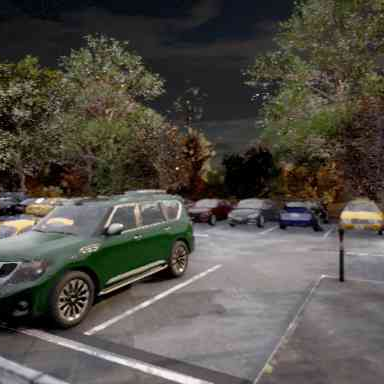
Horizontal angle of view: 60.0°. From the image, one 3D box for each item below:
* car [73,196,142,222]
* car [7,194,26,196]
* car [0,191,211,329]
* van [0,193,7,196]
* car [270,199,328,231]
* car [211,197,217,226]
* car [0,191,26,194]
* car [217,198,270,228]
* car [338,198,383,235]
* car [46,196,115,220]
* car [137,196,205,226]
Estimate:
[{"bbox_3d":[-6.094,1.161,24.653,2.231,1.521,4.892,0,1,29],"label":"car"},{"bbox_3d":[-13.388,1.217,28.668,2.163,1.488,4.792,0,1,29],"label":"car"},{"bbox_3d":[-1.974,1.132,7.388,2.435,2.045,5.566,0,1,29],"label":"car"},{"bbox_3d":[-9.259,1.194,11.591,1.878,1.987,4.442,0,1,29],"label":"van"},{"bbox_3d":[6.061,1.122,17.958,2.163,1.488,4.792,0,1,29],"label":"car"},{"bbox_3d":[1.194,1.120,20.627,2.097,1.535,5.008,0,1,29],"label":"car"},{"bbox_3d":[-18.253,0.934,31.357,2.435,2.045,5.566,0,1,29],"label":"car"},{"bbox_3d":[3.623,1.108,19.282,2.231,1.521,4.892,0,1,29],"label":"car"},{"bbox_3d":[8.384,1.081,16.424,1.946,1.575,5.366,0,1,29],"label":"car"},{"bbox_3d":[-8.523,1.170,26.000,2.097,1.535,5.008,0,1,29],"label":"car"},{"bbox_3d":[-1.234,1.133,21.972,2.097,1.535,5.008,0,1,29],"label":"car"}]
